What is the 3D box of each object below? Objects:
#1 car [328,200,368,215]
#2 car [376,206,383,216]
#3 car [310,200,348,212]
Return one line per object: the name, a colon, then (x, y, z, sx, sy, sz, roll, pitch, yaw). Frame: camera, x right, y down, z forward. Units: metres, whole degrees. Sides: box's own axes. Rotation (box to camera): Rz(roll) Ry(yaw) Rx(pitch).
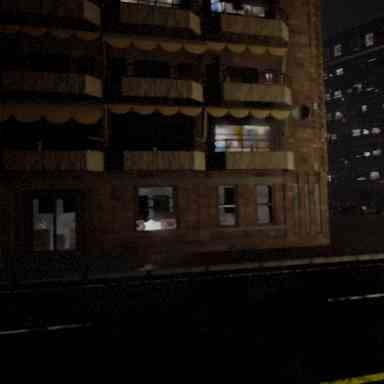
car: (19.091, 1.980, 41.458, 5.009, 1.841, 2.192, -2, -3, 45)
car: (23.088, 2.083, 37.482, 4.206, 1.307, 1.802, -2, -3, 45)
car: (21.069, 2.174, 51.300, 5.009, 1.841, 2.192, -2, -3, 45)
